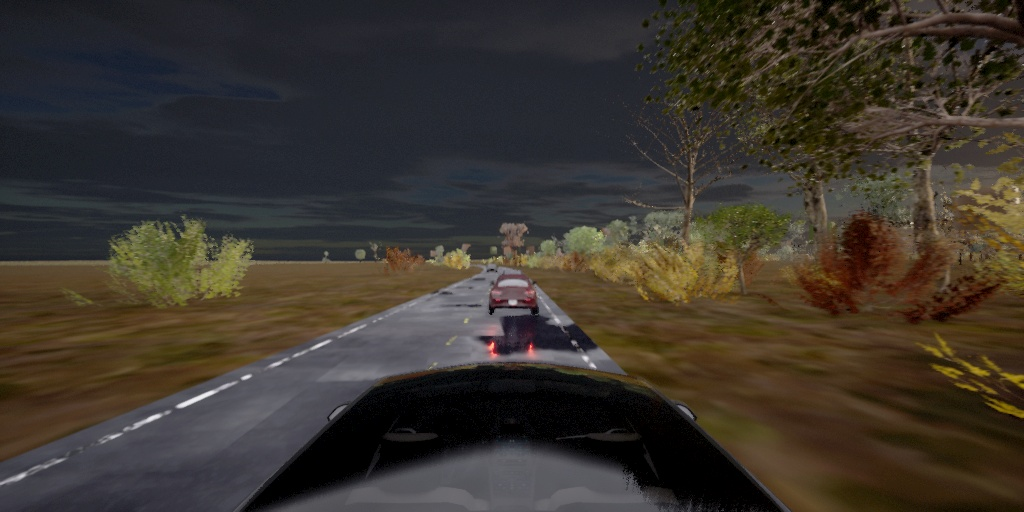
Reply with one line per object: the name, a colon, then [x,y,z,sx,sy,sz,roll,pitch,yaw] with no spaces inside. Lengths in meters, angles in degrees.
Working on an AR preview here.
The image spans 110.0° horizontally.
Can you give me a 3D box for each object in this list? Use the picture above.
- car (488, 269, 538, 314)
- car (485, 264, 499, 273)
car: [0.053,1.454,14.685,1.812,1.442,4.674,0,-1,0]
car: [-3.309,2.043,59.665,1.837,1.490,4.892,0,0,-1]
